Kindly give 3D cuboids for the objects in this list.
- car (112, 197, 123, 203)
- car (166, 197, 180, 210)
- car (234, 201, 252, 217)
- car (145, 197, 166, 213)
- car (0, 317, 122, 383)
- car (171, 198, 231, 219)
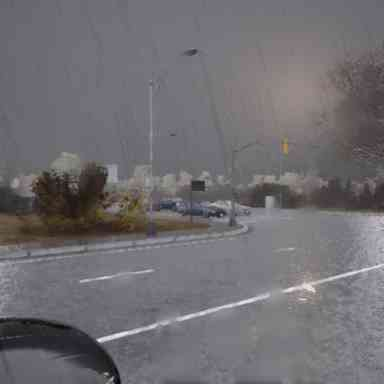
[{"bbox_3d":[-15.732,1.523,67.234,2.033,1.411,5.357,0,0,-38],"label":"car"},{"bbox_3d":[-2.040,1.333,38.755,2.097,1.767,4.553,0,0,-39],"label":"car"},{"bbox_3d":[3.566,1.506,31.795,1.812,1.442,4.674,0,0,-39],"label":"car"},{"bbox_3d":[-5.277,1.490,37.194,1.837,1.490,4.892,0,0,-39],"label":"car"},{"bbox_3d":[-2.782,1.492,1.760,4.902,1.511,2.128,0,0,-36],"label":"car"},{"bbox_3d":[0.780,1.532,29.642,2.033,1.411,5.357,0,0,-39],"label":"car"}]
